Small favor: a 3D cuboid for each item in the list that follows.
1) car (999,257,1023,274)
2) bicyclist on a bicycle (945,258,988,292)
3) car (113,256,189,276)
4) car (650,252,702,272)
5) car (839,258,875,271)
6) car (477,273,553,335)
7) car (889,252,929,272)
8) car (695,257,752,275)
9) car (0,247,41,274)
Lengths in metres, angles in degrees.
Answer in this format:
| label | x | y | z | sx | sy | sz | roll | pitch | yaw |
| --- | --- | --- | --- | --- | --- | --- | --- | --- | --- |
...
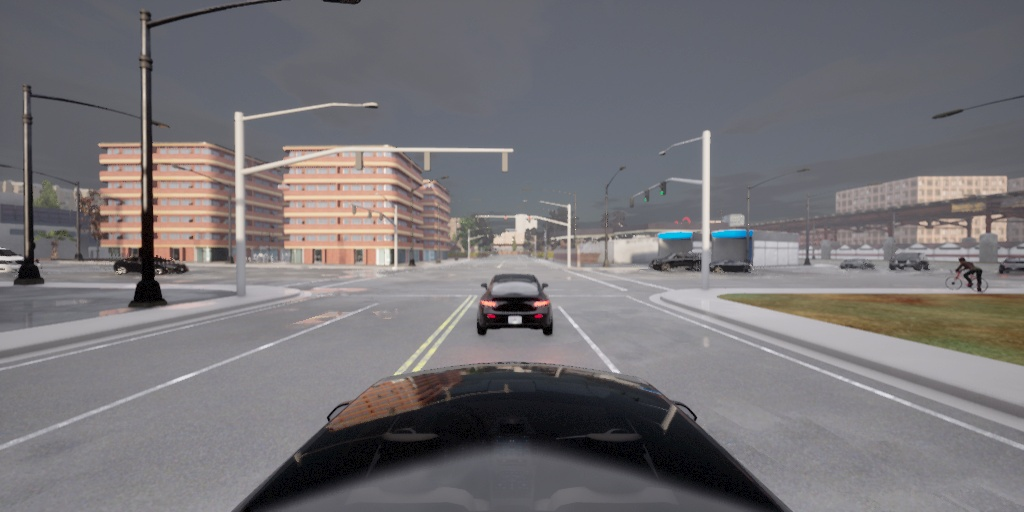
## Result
| label | x | y | z | sx | sy | sz | roll | pitch | yaw |
| --- | --- | --- | --- | --- | --- | --- | --- | --- | --- |
| car | 47.797 | 0.940 | 33.829 | 4.902 | 1.511 | 2.128 | 0 | 1 | -30 |
| bicyclist on a bicycle | 21.913 | 0.904 | 17.307 | 0.582 | 1.620 | 1.656 | 0 | 0 | 0 |
| car | -28.314 | 0.770 | 28.190 | 4.892 | 1.490 | 1.837 | 1 | 1 | 1 |
| car | 17.386 | 0.634 | 37.389 | 5.566 | 2.045 | 2.150 | 0 | 1 | 1 |
| car | 40.067 | 0.940 | 41.625 | 4.181 | 1.385 | 1.994 | 0 | 1 | -27 |
| car | 0.075 | 1.197 | 10.075 | 1.812 | 1.442 | 4.674 | 0 | 1 | 0 |
| car | 44.090 | 0.617 | 39.737 | 5.566 | 2.045 | 2.150 | 0 | 0 | -30 |
| car | 20.222 | 1.011 | 33.954 | 4.181 | 1.385 | 1.994 | 0 | 1 | -1 |
| car | -36.389 | 0.379 | 24.836 | 5.566 | 2.045 | 2.150 | 1 | 1 | 1 |
